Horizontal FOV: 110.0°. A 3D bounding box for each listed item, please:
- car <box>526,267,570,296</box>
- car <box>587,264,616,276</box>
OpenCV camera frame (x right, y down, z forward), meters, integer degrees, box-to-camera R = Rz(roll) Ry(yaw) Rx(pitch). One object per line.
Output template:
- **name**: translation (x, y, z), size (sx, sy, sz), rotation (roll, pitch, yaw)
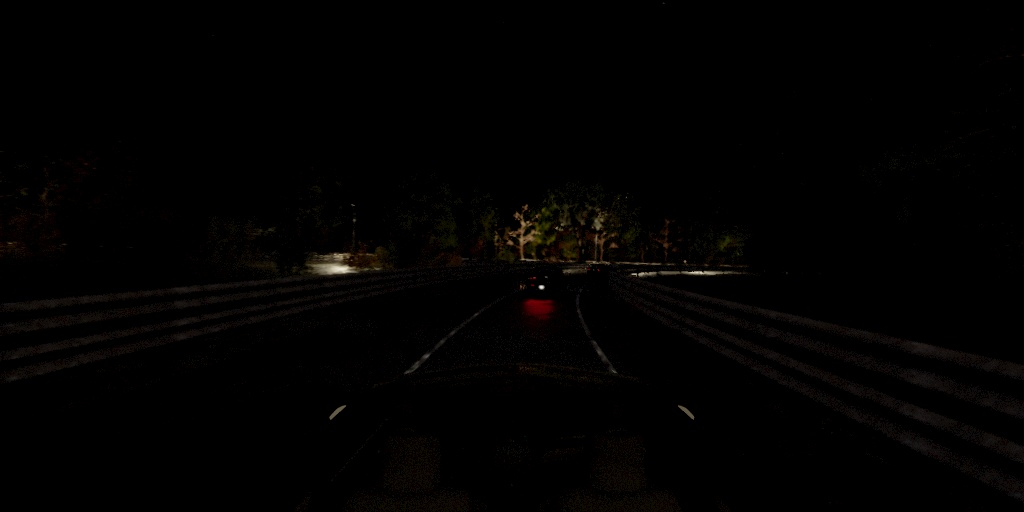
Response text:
- **car**: translation (2.064, 1.334, 20.184), size (1.837, 1.490, 4.892), rotation (0, -1, 14)
- **car**: translation (11.098, 1.724, 44.360), size (2.033, 1.411, 5.357), rotation (1, 0, 36)
